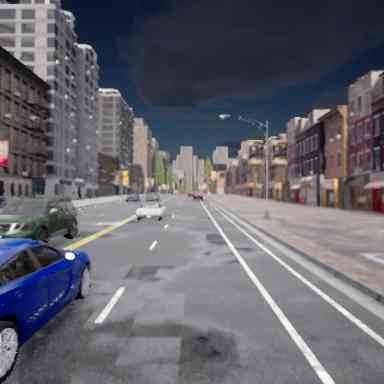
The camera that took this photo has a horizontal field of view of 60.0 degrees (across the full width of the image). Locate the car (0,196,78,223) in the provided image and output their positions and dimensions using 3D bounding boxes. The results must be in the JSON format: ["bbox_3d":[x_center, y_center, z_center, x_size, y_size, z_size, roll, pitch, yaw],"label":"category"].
[{"bbox_3d":[-6.600,1.214,14.061,2.150,2.045,5.566,0,0,0],"label":"car"}]

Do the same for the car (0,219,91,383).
[{"bbox_3d":[-3.156,1.491,5.393,1.882,1.535,5.008,0,0,0],"label":"car"}]

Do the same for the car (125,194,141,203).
[{"bbox_3d":[-9.796,1.036,55.787,2.033,1.411,5.357,0,1,1],"label":"car"}]

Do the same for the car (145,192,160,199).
[{"bbox_3d":[-6.552,0.839,55.937,2.097,1.767,4.553,0,1,0],"label":"car"}]

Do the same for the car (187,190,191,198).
[{"bbox_3d":[-0.004,0.393,79.850,2.097,1.767,4.553,0,1,0],"label":"car"}]

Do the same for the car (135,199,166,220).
[{"bbox_3d":[-3.152,1.479,26.578,1.895,1.301,4.718,0,1,0],"label":"car"}]

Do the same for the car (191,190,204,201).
[{"bbox_3d":[1.134,0.892,61.143,1.882,1.535,5.008,0,1,0],"label":"car"}]
